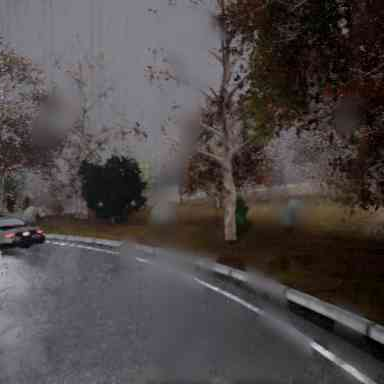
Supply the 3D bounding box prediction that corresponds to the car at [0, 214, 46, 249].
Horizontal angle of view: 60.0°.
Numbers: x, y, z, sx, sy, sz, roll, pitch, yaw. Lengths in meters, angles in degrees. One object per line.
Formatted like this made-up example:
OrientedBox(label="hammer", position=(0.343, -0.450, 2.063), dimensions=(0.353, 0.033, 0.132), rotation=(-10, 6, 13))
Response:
OrientedBox(label="car", position=(-8.408, 1.626, 13.543), dimensions=(5.357, 1.411, 2.033), rotation=(-1, 0, 27))
